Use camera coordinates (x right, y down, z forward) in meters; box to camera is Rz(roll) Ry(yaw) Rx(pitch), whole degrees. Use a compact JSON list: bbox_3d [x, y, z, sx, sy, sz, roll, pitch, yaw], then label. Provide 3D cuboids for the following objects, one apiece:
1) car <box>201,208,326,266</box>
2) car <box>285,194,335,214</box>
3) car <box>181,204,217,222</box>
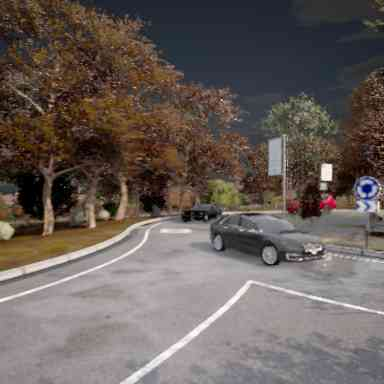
[{"bbox_3d":[2.457,1.537,11.969,1.837,1.490,4.892,0,0,-29],"label":"car"},{"bbox_3d":[13.035,1.344,36.848,5.566,2.045,2.150,-2,0,-12],"label":"car"},{"bbox_3d":[0.845,1.648,26.208,1.895,1.301,4.718,0,0,22],"label":"car"}]
